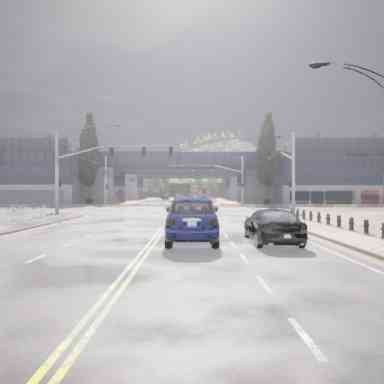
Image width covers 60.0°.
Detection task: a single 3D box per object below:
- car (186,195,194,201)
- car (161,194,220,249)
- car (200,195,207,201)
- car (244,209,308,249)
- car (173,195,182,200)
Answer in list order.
[{"bbox_3d":[-0.475,1.531,87.072,2.033,1.411,5.357,0,0,0],"label":"car"},{"bbox_3d":[0.000,1.256,14.680,2.150,2.045,5.566,0,0,0],"label":"car"},{"bbox_3d":[3.025,1.491,87.048,1.837,1.490,4.892,0,0,0],"label":"car"},{"bbox_3d":[3.500,1.483,14.650,1.882,1.535,5.008,0,0,0],"label":"car"},{"bbox_3d":[-3.944,1.480,91.711,2.128,1.511,4.902,0,0,0],"label":"car"}]
